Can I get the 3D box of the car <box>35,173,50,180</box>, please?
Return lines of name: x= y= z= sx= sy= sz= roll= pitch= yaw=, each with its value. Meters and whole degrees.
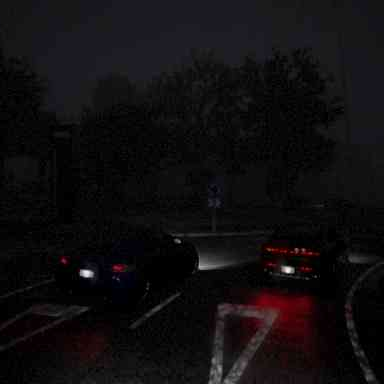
car: x=-36.779 y=-3.470 z=85.764 sx=1.946 sy=1.575 sz=5.366 roll=7 pitch=5 yaw=27

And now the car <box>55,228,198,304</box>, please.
car: x=-1.330 y=1.597 z=8.390 sx=1.994 sy=1.385 sz=4.181 roll=2 pitch=0 yaw=21

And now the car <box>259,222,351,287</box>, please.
car: x=3.532 y=1.682 z=10.093 sx=1.837 sy=1.490 sz=4.892 roll=1 pitch=-1 yaw=30

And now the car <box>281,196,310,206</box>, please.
car: x=15.104 y=1.305 z=48.668 sx=1.812 sy=1.442 sz=4.674 roll=0 pitch=1 yaw=-25

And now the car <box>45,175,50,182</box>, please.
car: x=-32.613 y=-2.801 z=81.462 sx=2.231 sy=1.521 sz=4.892 roll=6 pitch=5 yaw=27

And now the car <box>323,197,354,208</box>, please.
car: x=19.767 y=1.422 z=45.064 sx=1.994 sy=1.385 sz=4.181 roll=0 pitch=1 yaw=-16

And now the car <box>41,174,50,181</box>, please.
car: x=-34.651 y=-3.098 z=83.702 sx=2.002 sy=1.452 sz=4.674 roll=7 pitch=5 yaw=27
